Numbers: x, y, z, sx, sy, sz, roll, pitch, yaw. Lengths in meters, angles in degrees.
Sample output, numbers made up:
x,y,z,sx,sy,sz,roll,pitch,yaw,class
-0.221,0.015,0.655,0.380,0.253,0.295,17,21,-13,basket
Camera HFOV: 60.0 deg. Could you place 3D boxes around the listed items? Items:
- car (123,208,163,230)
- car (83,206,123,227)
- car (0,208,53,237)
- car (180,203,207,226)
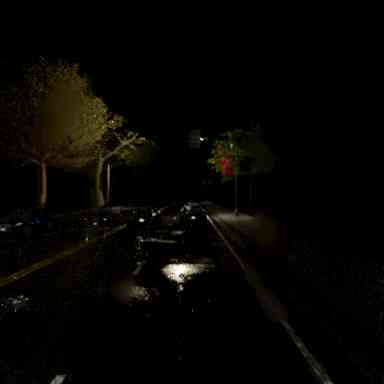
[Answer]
x,y,z,sx,sy,sz,roll,pitch,yaw,class
-3.151,1.777,22.847,1.994,1.385,4.181,0,-1,0,car
-6.531,1.783,25.171,2.033,1.411,5.357,0,-1,1,car
-9.824,1.709,19.634,1.812,1.442,4.674,0,-1,0,car
0.098,1.801,25.357,1.994,1.385,4.181,0,0,0,car
